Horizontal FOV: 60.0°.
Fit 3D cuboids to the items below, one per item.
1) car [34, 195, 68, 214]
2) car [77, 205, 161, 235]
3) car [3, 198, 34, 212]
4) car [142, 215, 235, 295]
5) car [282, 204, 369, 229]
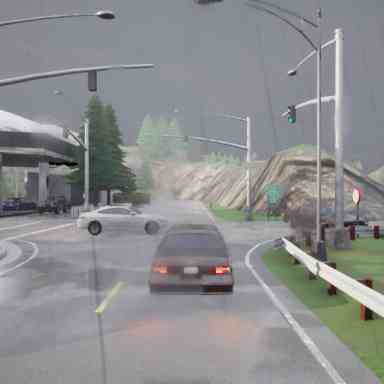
[{"bbox_3d":[-14.583,1.313,35.195,1.905,1.878,3.866,0,0,-1],"label":"car"},{"bbox_3d":[-3.549,1.415,17.360,4.674,1.442,1.812,0,0,-1],"label":"car"},{"bbox_3d":[-20.297,1.480,39.464,2.242,1.667,4.611,0,0,-1],"label":"car"},{"bbox_3d":[0.036,1.547,8.874,2.033,1.411,5.357,0,0,1],"label":"car"},{"bbox_3d":[6.784,1.358,17.611,2.033,1.411,5.357,0,0,-13],"label":"car"}]
